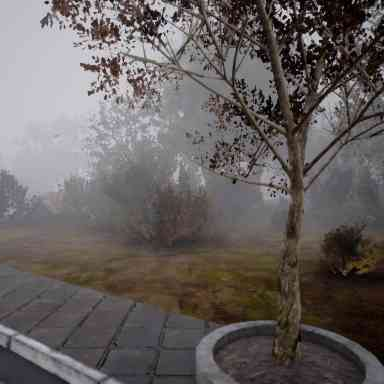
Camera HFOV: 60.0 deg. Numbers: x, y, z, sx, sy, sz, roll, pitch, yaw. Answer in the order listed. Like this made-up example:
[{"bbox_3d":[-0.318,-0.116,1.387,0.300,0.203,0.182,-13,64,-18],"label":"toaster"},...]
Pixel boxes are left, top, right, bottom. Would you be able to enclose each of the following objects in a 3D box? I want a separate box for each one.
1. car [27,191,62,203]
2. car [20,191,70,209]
[{"bbox_3d":[-16.674,1.103,37.523,2.097,1.767,4.553,1,0,32],"label":"car"},{"bbox_3d":[-18.335,0.941,41.832,2.150,2.045,5.566,1,0,32],"label":"car"}]
